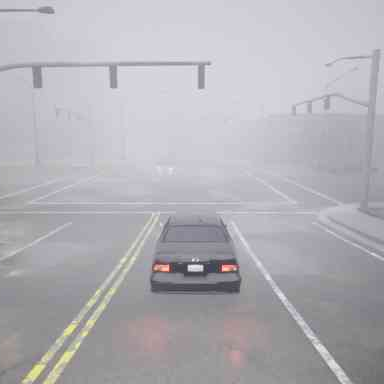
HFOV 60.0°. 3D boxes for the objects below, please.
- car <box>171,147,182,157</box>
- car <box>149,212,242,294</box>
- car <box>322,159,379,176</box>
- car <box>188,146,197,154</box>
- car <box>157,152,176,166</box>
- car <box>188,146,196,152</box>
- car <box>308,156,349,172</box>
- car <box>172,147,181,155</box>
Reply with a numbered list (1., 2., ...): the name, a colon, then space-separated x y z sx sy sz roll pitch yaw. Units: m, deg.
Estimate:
1. car: -3.499 -7.853 67.146 2.033 1.411 5.357 0 9 0
2. car: 0.076 1.216 8.422 2.033 1.411 5.357 0 4 0
3. car: 16.256 -2.391 33.941 4.718 1.301 1.895 0 9 -1
4. car: 0.020 -10.330 81.111 2.097 1.767 4.553 0 9 0
5. car: -3.585 -4.349 45.498 1.812 1.442 4.674 0 9 0
6. car: 0.022 -11.818 91.169 1.994 1.385 4.181 0 9 0
7. car: 15.564 -3.198 37.355 4.553 1.767 2.097 0 9 0
8. car: -3.481 -9.576 77.425 1.837 1.490 4.892 0 9 0
